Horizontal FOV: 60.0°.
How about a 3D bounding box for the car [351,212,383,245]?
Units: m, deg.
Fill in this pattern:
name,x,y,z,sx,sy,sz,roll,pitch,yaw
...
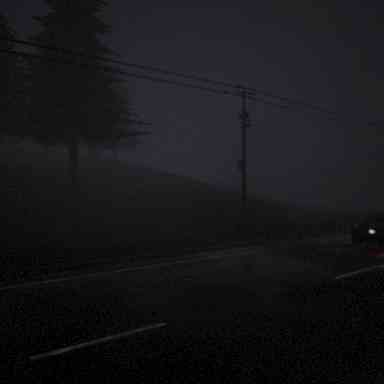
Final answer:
name,x,y,z,sx,sy,sz,roll,pitch,yaw
car,8.810,1.569,14.657,4.181,1.385,1.994,0,0,-39
